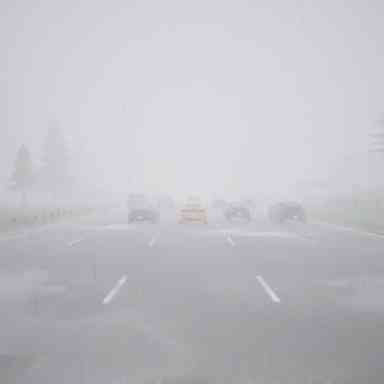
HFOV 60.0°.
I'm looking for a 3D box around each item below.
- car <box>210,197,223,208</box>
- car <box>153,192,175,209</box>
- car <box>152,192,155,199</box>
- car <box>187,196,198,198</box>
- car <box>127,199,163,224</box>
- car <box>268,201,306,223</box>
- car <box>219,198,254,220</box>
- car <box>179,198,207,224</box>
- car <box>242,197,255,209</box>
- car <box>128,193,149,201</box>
[{"bbox_3d":[3.593,1.402,45.316,1.882,1.535,5.008,0,0,0],"label":"car"},{"bbox_3d":[-3.406,1.280,43.360,2.097,1.767,4.553,0,0,0],"label":"car"},{"bbox_3d":[-7.010,1.111,69.139,2.150,2.045,5.566,0,0,0],"label":"car"},{"bbox_3d":[0.093,1.279,43.395,2.097,1.767,4.553,0,0,0],"label":"car"},{"bbox_3d":[-3.417,1.486,24.119,1.812,1.442,4.674,0,0,0],"label":"car"},{"bbox_3d":[7.095,1.463,25.217,1.837,1.490,4.892,0,0,0],"label":"car"},{"bbox_3d":[3.582,1.480,27.455,1.812,1.442,4.674,0,0,0],"label":"car"},{"bbox_3d":[0.097,1.437,24.541,1.882,1.535,5.008,0,0,0],"label":"car"},{"bbox_3d":[7.093,1.433,43.714,1.837,1.490,4.892,0,0,0],"label":"car"},{"bbox_3d":[-6.905,1.151,43.120,2.150,2.045,5.566,0,0,0],"label":"car"}]
